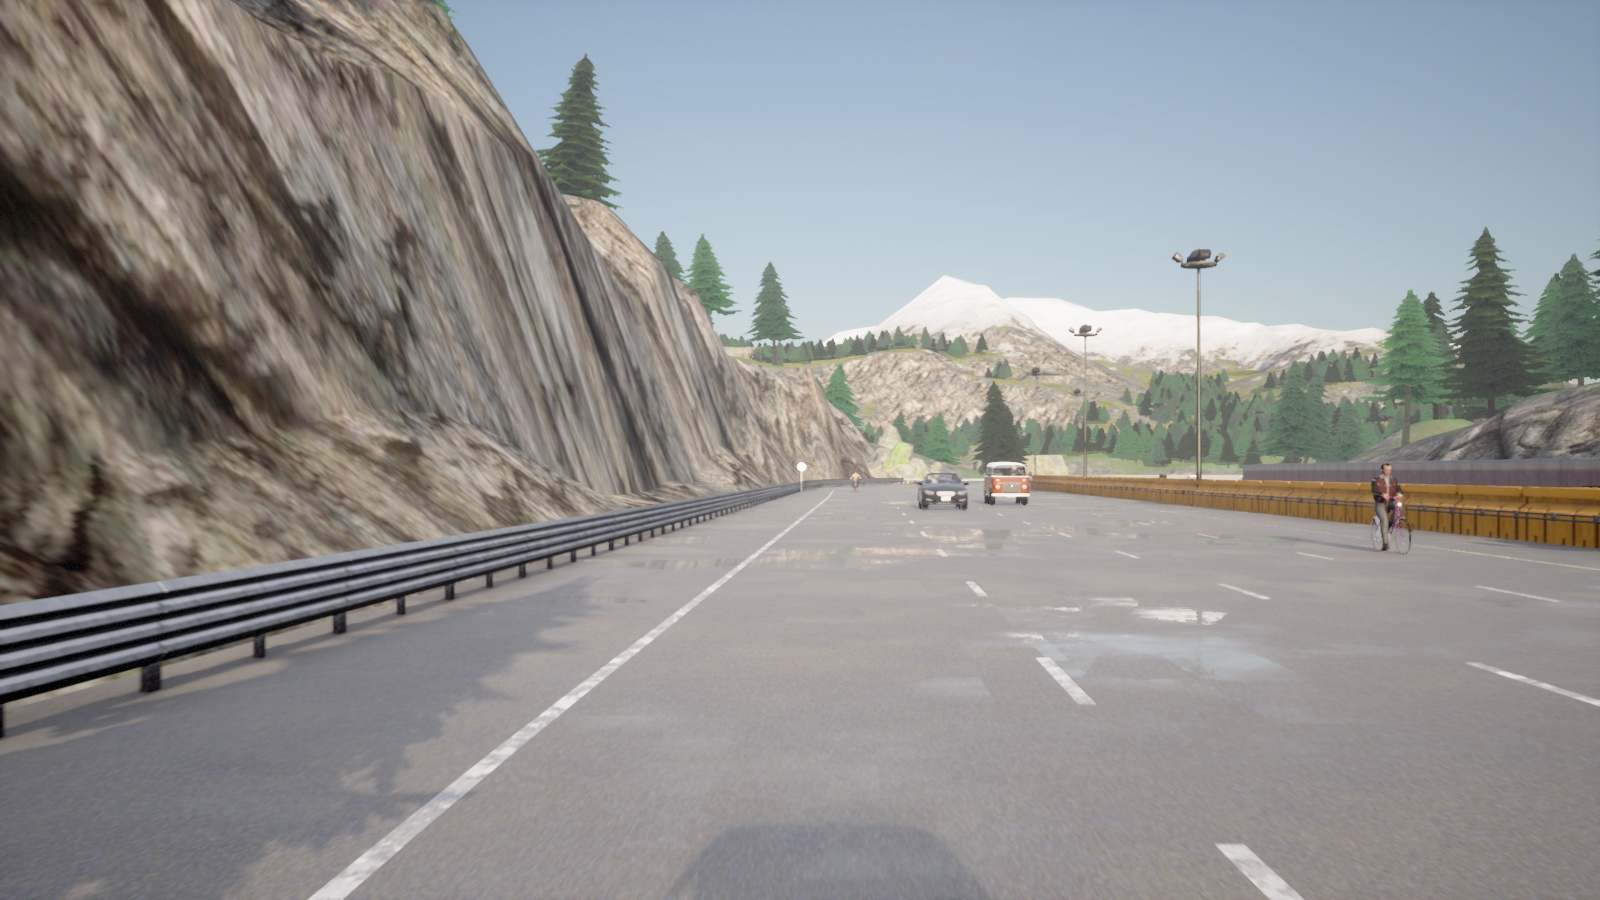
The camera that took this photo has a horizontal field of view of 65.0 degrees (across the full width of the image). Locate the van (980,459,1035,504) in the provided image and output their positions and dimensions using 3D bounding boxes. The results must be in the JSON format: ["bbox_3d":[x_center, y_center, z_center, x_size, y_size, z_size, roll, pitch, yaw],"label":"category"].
[{"bbox_3d":[9.743,1.488,59.319,2.069,2.038,4.480,0,-1,3],"label":"van"}]

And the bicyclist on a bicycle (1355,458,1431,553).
[{"bbox_3d":[11.514,1.047,24.443,0.659,1.776,1.843,0,-1,3],"label":"bicyclist on a bicycle"}]

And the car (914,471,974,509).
[{"bbox_3d":[5.852,1.605,51.473,2.128,1.511,4.902,0,-1,3],"label":"car"}]
